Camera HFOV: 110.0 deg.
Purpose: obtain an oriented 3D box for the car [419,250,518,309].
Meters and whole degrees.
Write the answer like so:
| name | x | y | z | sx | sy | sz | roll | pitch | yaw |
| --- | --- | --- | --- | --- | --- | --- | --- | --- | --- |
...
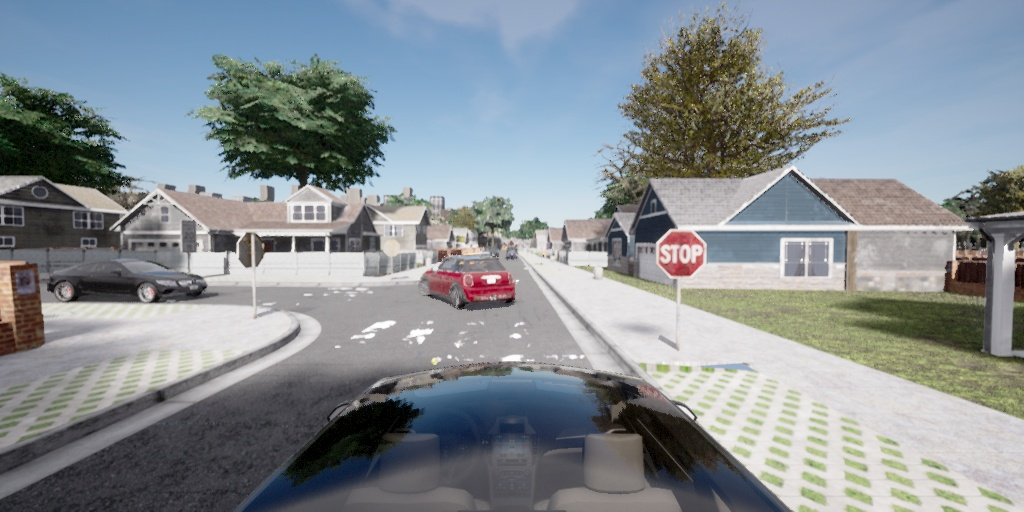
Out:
| name | x | y | z | sx | sy | sz | roll | pitch | yaw |
| --- | --- | --- | --- | --- | --- | --- | --- | --- | --- |
| car | -1.822 | 0.771 | 13.457 | 2.097 | 1.767 | 4.553 | -1 | 2 | -32 |

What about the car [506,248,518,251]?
| name | x | y | z | sx | sy | sz | roll | pitch | yaw |
| --- | --- | --- | --- | --- | --- | --- | --- | --- | --- |
| car | 0.005 | -0.196 | 57.193 | 2.033 | 1.411 | 5.357 | 0 | 1 | 0 |

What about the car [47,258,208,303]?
| name | x | y | z | sx | sy | sz | roll | pitch | yaw |
| --- | --- | --- | --- | --- | --- | --- | --- | --- | --- |
| car | -13.555 | 0.818 | 12.744 | 4.674 | 1.442 | 1.812 | 1 | 2 | 2 |

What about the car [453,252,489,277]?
| name | x | y | z | sx | sy | sz | roll | pitch | yaw |
| --- | --- | --- | --- | --- | --- | --- | --- | --- | --- |
| car | -2.880 | 0.555 | 26.318 | 1.882 | 1.535 | 5.008 | 0 | 2 | 2 |

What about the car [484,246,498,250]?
| name | x | y | z | sx | sy | sz | roll | pitch | yaw |
| --- | --- | --- | --- | --- | --- | --- | --- | --- | --- |
| car | -2.830 | -0.289 | 48.223 | 2.150 | 2.045 | 5.566 | 0 | 1 | 1 |
